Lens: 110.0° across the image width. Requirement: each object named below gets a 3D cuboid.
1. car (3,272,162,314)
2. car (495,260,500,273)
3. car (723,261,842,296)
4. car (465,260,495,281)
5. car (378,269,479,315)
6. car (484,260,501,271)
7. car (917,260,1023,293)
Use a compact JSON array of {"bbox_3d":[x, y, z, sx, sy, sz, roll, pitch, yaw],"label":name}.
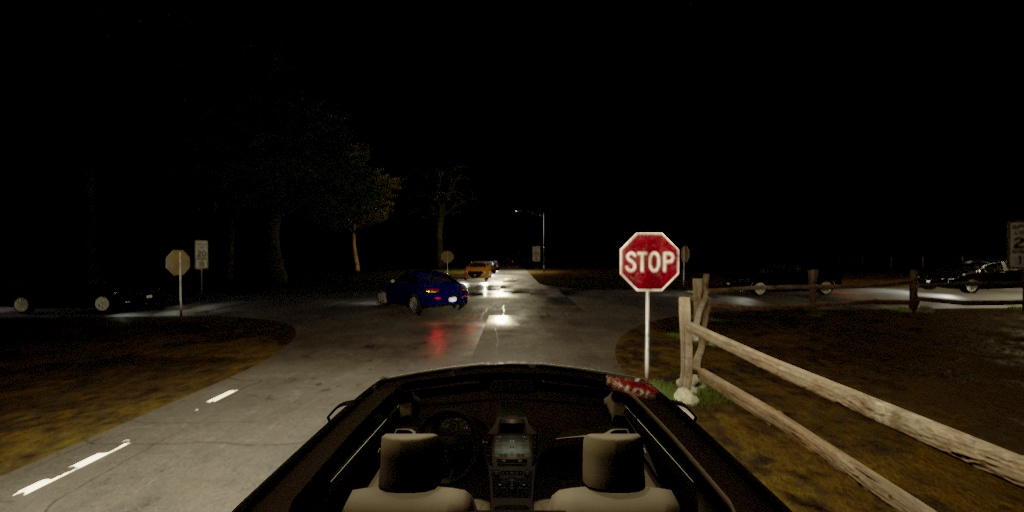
[{"bbox_3d":[-17.246,1.407,14.572,5.008,1.535,1.882,-1,1,0],"label":"car"},{"bbox_3d":[-2.746,1.271,40.774,2.033,1.411,5.357,0,0,0],"label":"car"},{"bbox_3d":[12.836,1.027,17.204,5.008,1.535,1.882,-1,1,-1],"label":"car"},{"bbox_3d":[-2.810,1.196,30.238,1.882,1.535,5.008,0,0,1],"label":"car"},{"bbox_3d":[-3.442,1.274,13.582,1.812,1.442,4.674,0,0,-40],"label":"car"},{"bbox_3d":[-2.706,1.289,51.434,2.033,1.411,5.357,0,0,1],"label":"car"},{"bbox_3d":[22.358,0.942,17.164,4.892,1.490,1.837,-1,1,0],"label":"car"}]
